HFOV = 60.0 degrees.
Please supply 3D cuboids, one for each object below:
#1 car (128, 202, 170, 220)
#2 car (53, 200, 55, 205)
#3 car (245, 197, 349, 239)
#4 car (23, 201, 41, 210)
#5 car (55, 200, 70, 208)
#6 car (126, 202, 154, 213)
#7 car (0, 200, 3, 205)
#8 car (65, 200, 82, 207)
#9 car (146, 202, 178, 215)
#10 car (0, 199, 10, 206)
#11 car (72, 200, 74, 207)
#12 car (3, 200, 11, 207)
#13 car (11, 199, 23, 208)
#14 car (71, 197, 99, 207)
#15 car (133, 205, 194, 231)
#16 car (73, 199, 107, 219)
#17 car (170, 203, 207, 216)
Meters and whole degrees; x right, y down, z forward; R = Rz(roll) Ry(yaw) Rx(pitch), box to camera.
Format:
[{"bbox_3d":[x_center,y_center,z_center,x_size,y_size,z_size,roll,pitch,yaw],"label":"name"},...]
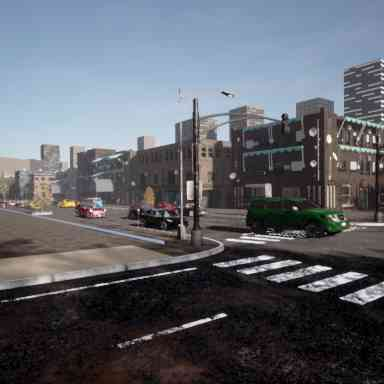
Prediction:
[{"bbox_3d":[-4.194,1.868,30.393,1.994,1.385,4.181,-1,0,-37],"label":"car"},{"bbox_3d":[-30.081,2.363,74.623,1.947,1.339,4.313,-1,0,-37],"label":"car"},{"bbox_3d":[5.461,1.311,18.114,2.150,2.045,5.566,-1,-2,-42],"label":"car"},{"bbox_3d":[-26.737,2.232,56.169,1.752,1.417,4.829,-1,0,-37],"label":"car"},{"bbox_3d":[-22.969,2.141,60.813,1.882,1.535,5.008,-1,0,-37],"label":"car"},{"bbox_3d":[-6.862,1.966,43.604,1.802,1.307,4.206,-2,0,-37],"label":"car"},{"bbox_3d":[-43.423,2.546,78.462,2.008,1.369,4.403,-1,0,-37],"label":"car"},{"bbox_3d":[-23.448,2.227,65.760,1.887,1.381,4.507,-1,0,-37],"label":"car"},{"bbox_3d":[-3.546,1.904,39.173,1.802,1.307,4.206,-2,0,-37],"label":"car"},{"bbox_3d":[-46.740,2.597,82.893,1.887,1.381,4.507,-1,0,-37],"label":"car"},{"bbox_3d":[-13.055,1.962,42.254,2.128,1.511,4.902,-1,0,-37],"label":"car"},{"bbox_3d":[-40.109,2.379,74.030,1.967,1.590,4.097,-1,0,-37],"label":"car"},{"bbox_3d":[-33.473,2.375,65.169,2.008,1.369,4.403,-1,0,-37],"label":"car"},{"bbox_3d":[-16.953,1.909,52.775,2.097,1.767,4.553,-1,0,-37],"label":"car"},{"bbox_3d":[-2.036,1.815,22.968,1.947,1.339,4.313,-2,0,-37],"label":"car"},{"bbox_3d":[-10.257,1.846,34.149,1.967,1.590,4.097,-2,0,-37],"label":"car"},{"bbox_3d":[-0.230,1.810,34.742,2.008,1.369,4.403,-2,0,-37],"label":"car"}]
